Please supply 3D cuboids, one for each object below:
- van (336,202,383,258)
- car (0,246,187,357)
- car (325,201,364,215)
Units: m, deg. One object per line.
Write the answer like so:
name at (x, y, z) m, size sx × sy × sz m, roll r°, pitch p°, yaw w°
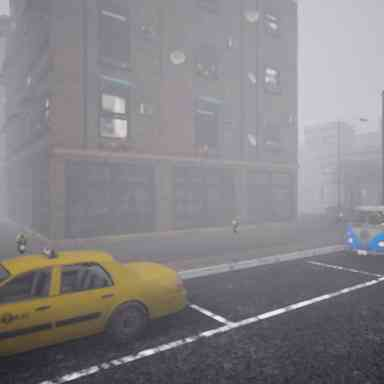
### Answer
van at (6.991, 1.357, 11.549) m, size 3.998 × 1.788 × 1.690 m, roll 0°, pitch 0°, yaw -36°
car at (-2.365, 1.526, 4.873) m, size 4.829 × 1.417 × 1.752 m, roll 0°, pitch 0°, yaw -36°
car at (15.928, 1.619, 34.401) m, size 1.967 × 1.590 × 4.097 m, roll -1°, pitch 0°, yaw -35°
